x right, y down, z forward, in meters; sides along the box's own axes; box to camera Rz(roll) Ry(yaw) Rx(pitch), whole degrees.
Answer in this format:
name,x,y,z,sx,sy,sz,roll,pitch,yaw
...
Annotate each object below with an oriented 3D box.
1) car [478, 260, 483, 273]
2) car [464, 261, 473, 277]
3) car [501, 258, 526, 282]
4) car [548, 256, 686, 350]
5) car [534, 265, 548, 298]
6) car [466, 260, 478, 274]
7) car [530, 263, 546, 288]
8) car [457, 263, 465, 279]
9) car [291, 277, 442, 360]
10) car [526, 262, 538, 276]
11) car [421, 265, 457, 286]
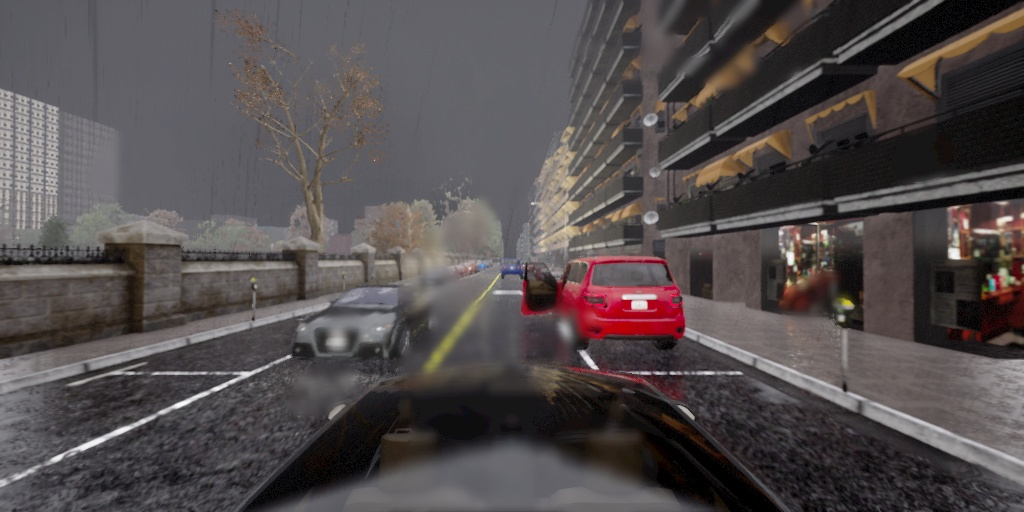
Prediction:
name,x,y,z,sx,sy,sz,roll,pitch,yaw
car,-5.742,1.466,49.943,2.192,1.841,5.009,0,0,0
car,-5.730,1.592,38.685,1.888,1.381,4.507,0,0,0
car,0.024,1.255,36.938,2.150,2.045,5.566,0,0,1
car,2.387,1.032,9.402,2.150,2.045,5.566,0,0,0
car,2.669,1.460,21.806,2.007,1.370,4.403,0,0,0
car,-5.736,1.538,44.313,1.967,1.591,4.097,0,0,0
car,2.663,1.500,27.436,1.888,1.381,4.507,0,0,0
car,-5.724,1.582,33.058,1.802,1.307,4.207,0,0,0
car,-3.106,1.367,8.364,1.994,1.385,4.181,0,0,0
car,2.638,1.733,49.953,1.802,1.307,4.207,0,0,0
car,-5.717,1.521,27.427,1.948,1.339,4.313,0,0,0
